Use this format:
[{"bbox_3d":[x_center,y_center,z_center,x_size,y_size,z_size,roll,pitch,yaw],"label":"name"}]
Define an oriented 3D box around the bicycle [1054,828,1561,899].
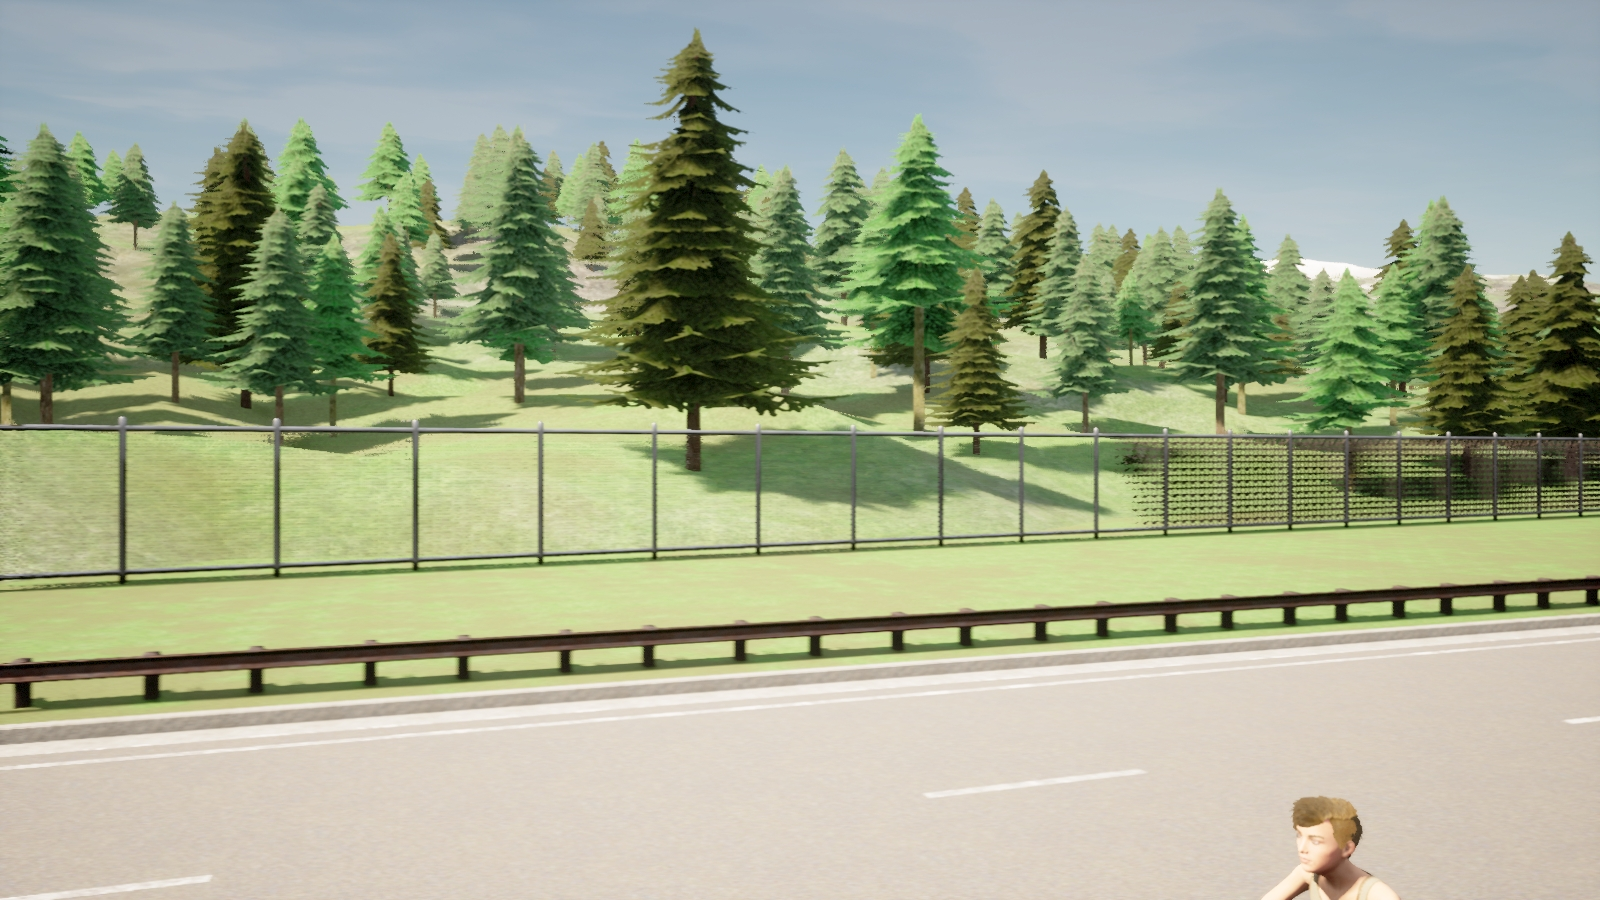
[{"bbox_3d":[1.753,2.158,3.931,1.487,1.277,0.859,0,0,-20],"label":"bicycle"}]
